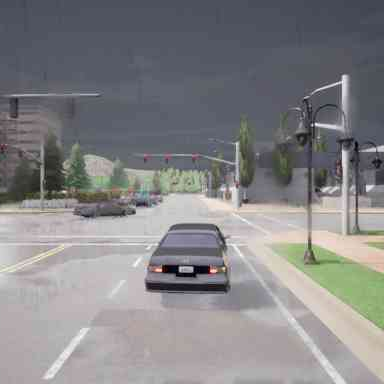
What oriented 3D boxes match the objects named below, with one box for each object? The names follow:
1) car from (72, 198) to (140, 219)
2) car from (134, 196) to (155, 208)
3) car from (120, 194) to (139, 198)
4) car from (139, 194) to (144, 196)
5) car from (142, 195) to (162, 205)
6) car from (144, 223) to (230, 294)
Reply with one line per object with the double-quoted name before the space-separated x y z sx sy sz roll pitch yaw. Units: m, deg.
"car" -7.495 1.547 28.726 5.357 1.411 2.033 0 0 -44
"car" -7.064 1.601 48.797 1.895 1.301 4.718 0 0 0
"car" -10.565 1.491 54.798 2.128 1.511 4.902 0 0 0
"car" -10.508 1.547 65.263 2.033 1.411 5.357 0 0 1
"car" -7.051 1.547 58.442 2.033 1.411 5.357 0 0 0
"car" 0.059 1.547 8.951 2.033 1.411 5.357 0 0 4
